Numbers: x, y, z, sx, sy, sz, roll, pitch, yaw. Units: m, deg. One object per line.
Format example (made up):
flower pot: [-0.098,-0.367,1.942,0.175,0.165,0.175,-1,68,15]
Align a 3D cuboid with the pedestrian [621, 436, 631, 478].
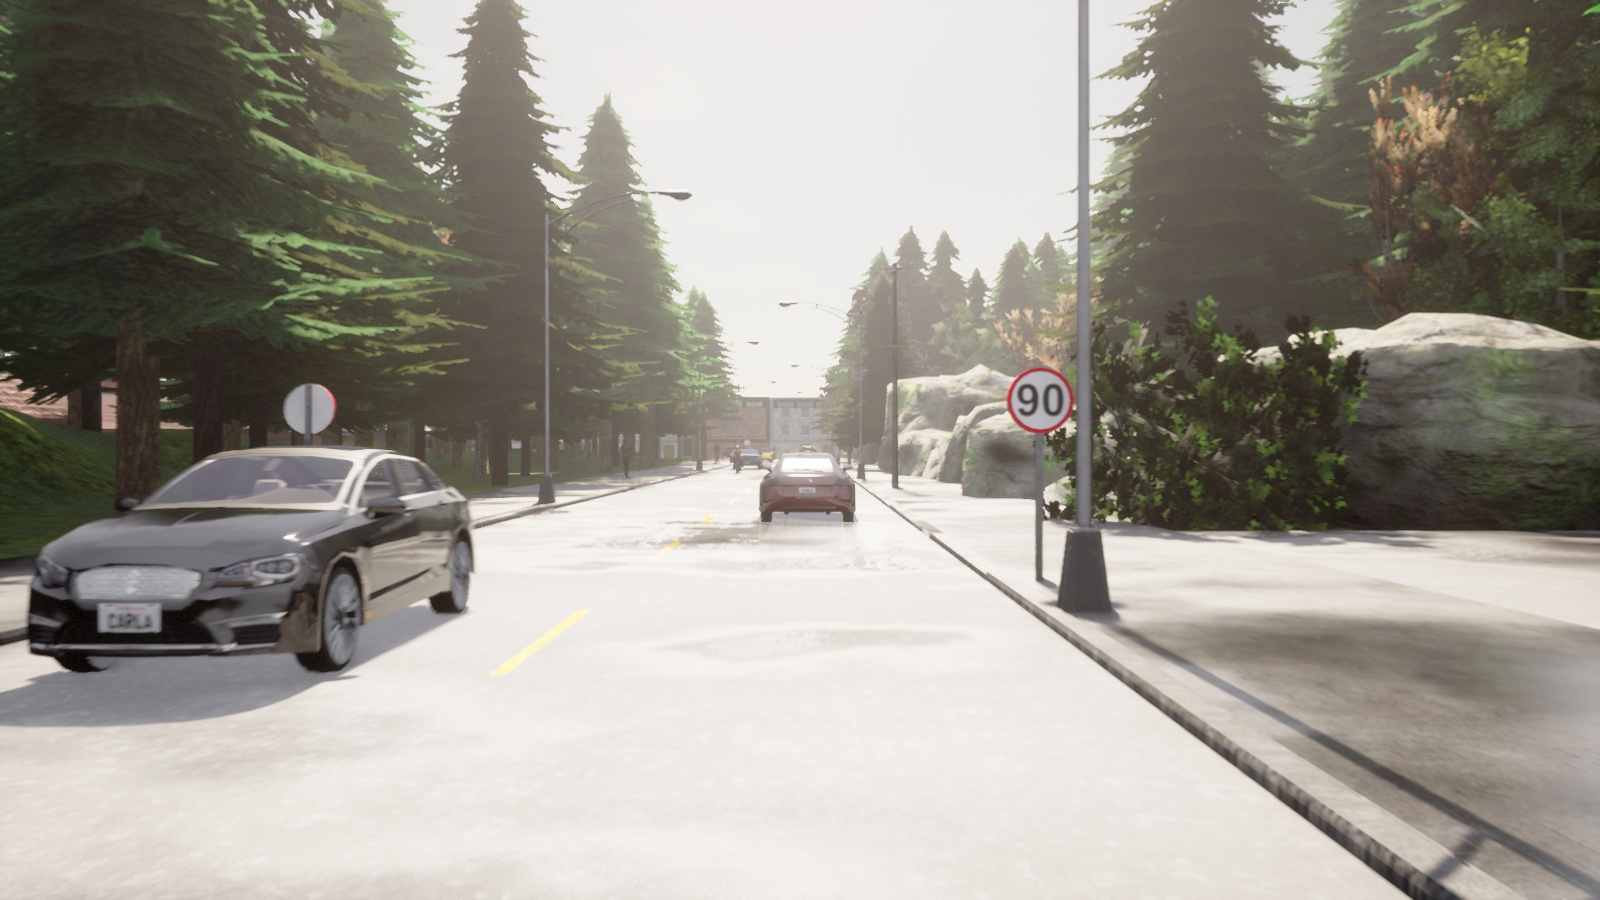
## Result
pedestrian: [-7.537,0.318,54.480,0.328,1.805,0.869,0,0,-1]

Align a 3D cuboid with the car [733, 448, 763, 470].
car: [-3.467,0.564,84.422,1.812,1.442,4.674,0,0,0]

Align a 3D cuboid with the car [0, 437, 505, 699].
car: [-3.935,0.677,9.722,2.128,1.511,4.902,0,0,0]

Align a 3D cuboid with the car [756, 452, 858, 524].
car: [0.157,0.747,26.695,1.994,1.385,4.181,0,0,0]
